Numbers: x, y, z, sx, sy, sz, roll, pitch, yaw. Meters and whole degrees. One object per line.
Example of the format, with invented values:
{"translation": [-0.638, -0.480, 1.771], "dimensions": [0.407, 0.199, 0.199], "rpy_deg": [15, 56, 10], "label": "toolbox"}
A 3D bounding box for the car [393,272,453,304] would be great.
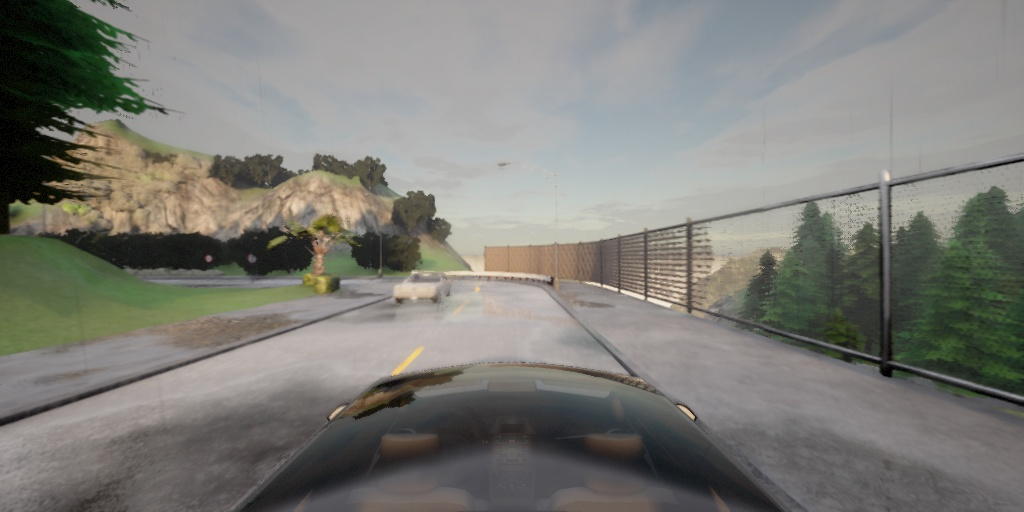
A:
{"translation": [-4.078, 1.458, 17.108], "dimensions": [1.895, 1.301, 4.718], "rpy_deg": [0, 0, -1], "label": "car"}
